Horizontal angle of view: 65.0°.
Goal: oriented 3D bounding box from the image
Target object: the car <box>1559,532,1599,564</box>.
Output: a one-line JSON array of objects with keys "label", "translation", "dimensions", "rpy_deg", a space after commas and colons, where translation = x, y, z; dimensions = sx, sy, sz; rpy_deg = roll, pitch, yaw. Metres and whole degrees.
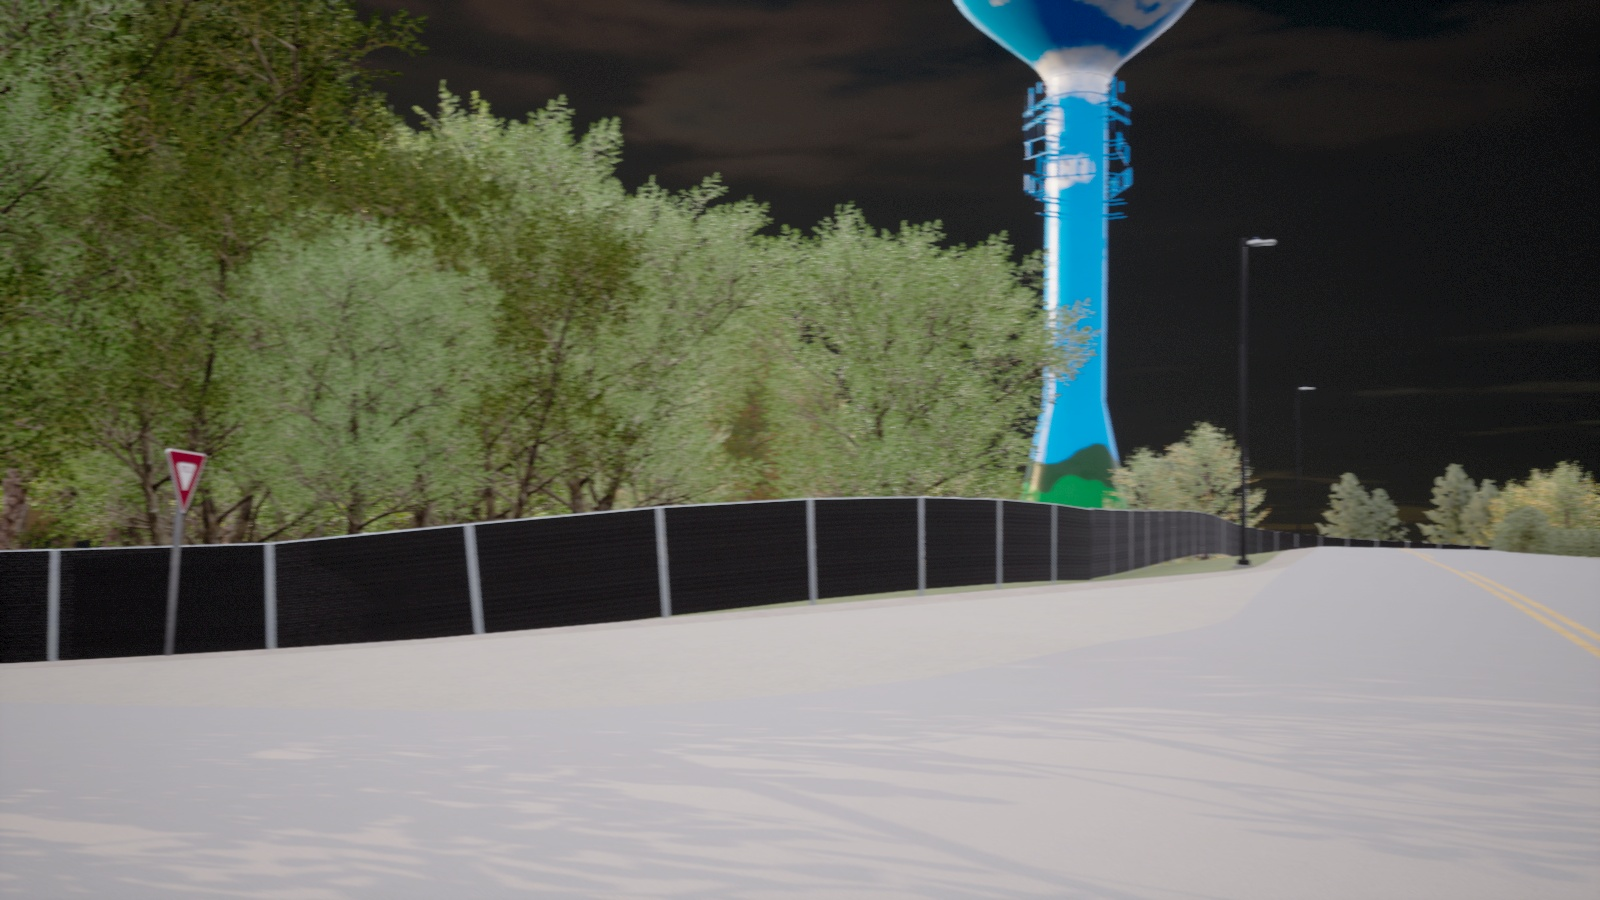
[{"label": "car", "translation": [49.961, 6.182, 78.972], "dimensions": [3.866, 1.878, 1.905], "rpy_deg": [5, -6, -24]}]
